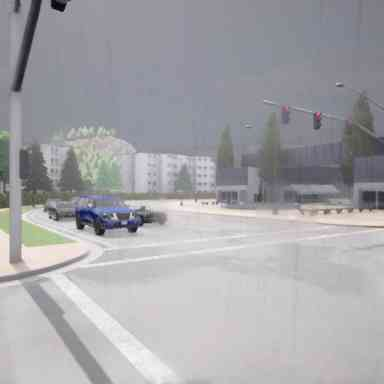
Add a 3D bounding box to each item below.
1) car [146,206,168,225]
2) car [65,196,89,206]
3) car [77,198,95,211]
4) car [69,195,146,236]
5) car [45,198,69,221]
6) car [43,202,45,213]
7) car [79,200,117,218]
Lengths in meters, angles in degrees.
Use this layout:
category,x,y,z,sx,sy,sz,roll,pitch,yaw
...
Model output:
category,x,y,z,sx,sy,sz,roll,pitch,yaw
car,-3.565,1.598,23.106,1.895,1.301,4.718,0,0,-35
car,-18.561,1.487,53.915,2.128,1.511,4.902,0,0,0
car,-13.402,1.500,42.310,1.837,1.490,4.892,0,0,-14
car,-5.028,1.219,19.122,2.150,2.045,5.566,0,0,-35
car,-10.552,1.502,27.363,1.837,1.490,4.892,0,0,-31
car,-15.716,1.488,37.915,2.128,1.511,4.902,0,0,-18
car,-8.935,1.544,31.118,2.033,1.411,5.357,0,0,-32
